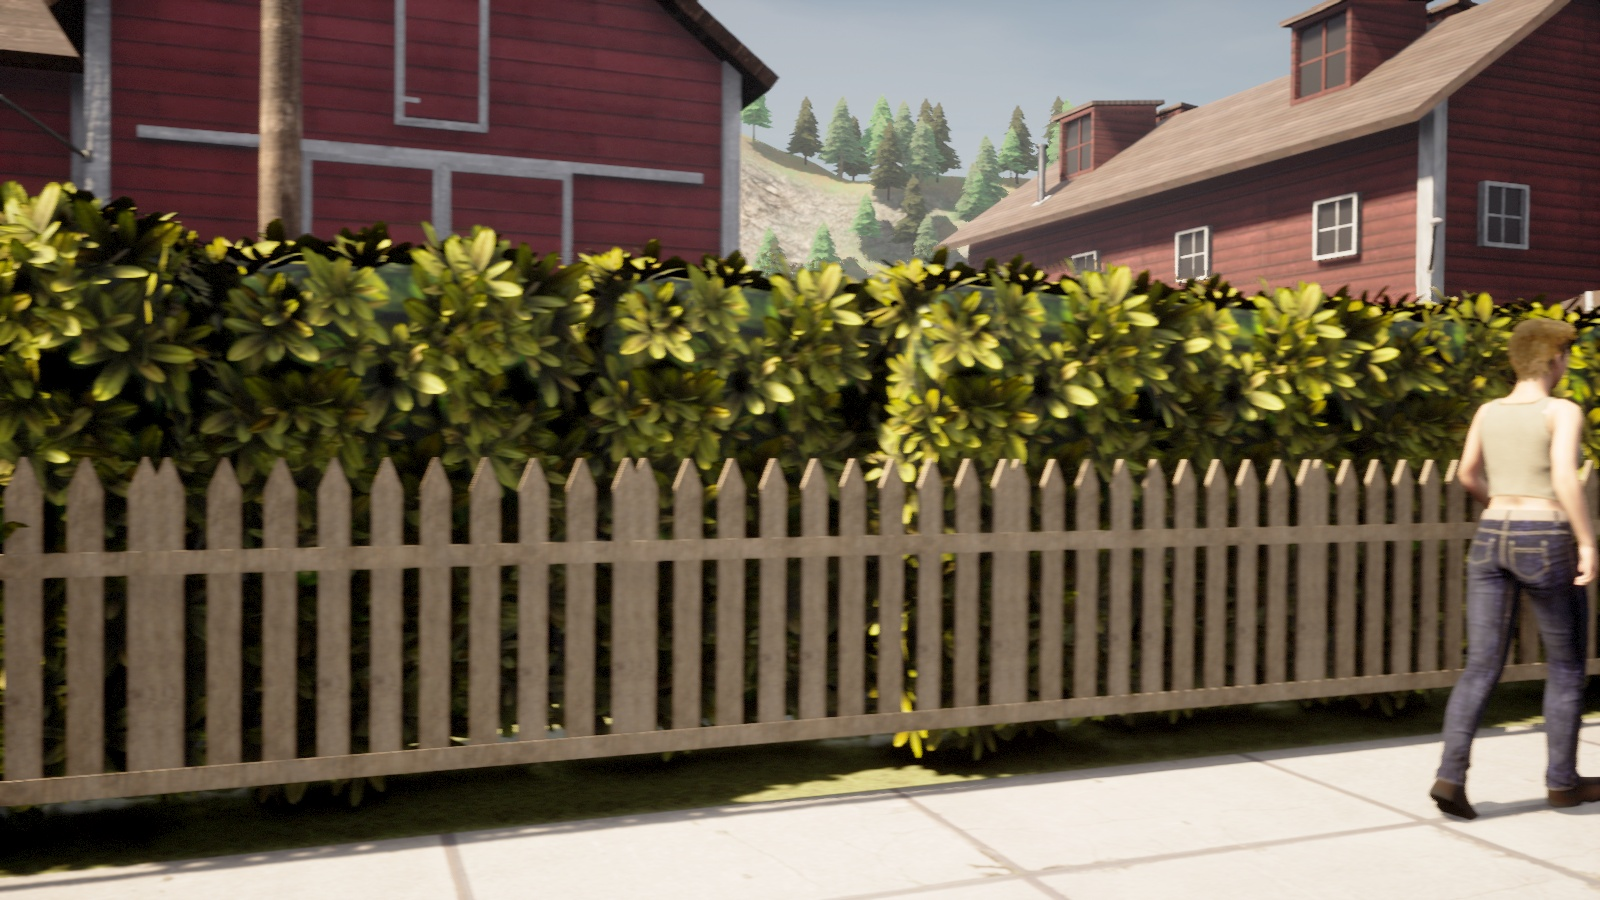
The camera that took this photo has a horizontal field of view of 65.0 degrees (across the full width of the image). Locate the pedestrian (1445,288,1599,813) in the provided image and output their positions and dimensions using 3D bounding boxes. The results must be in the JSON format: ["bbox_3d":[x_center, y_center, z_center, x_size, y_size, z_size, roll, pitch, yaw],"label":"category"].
[{"bbox_3d":[2.756,0.348,4.668,0.594,1.836,0.345,-1,1,-26],"label":"pedestrian"}]
